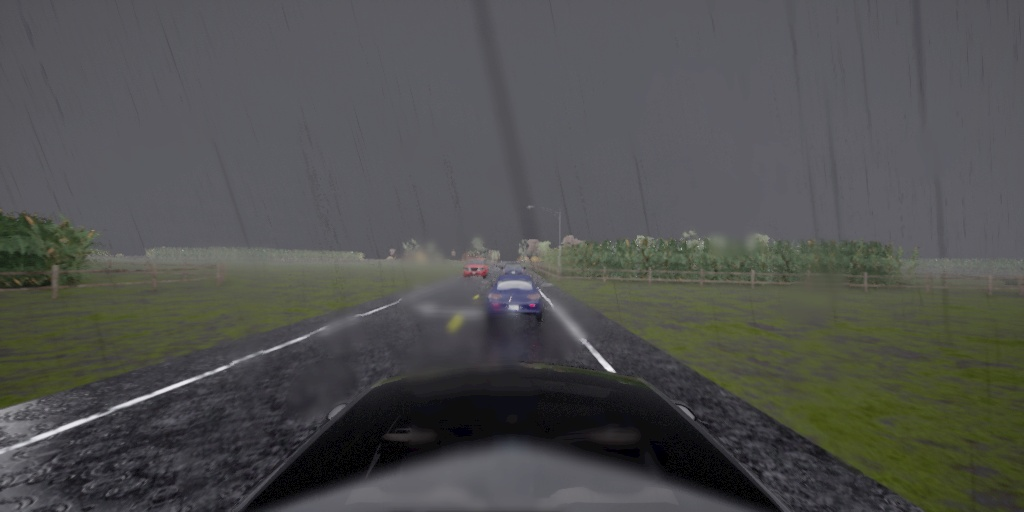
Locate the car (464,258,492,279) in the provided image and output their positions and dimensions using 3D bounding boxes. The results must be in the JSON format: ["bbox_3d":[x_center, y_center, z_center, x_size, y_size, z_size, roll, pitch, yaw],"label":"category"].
[{"bbox_3d":[-3.588,1.261,36.752,2.150,2.045,5.566,0,0,0],"label":"car"}]

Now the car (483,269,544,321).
[{"bbox_3d":[0.091,1.368,12.841,1.812,1.442,4.674,0,0,0],"label":"car"}]

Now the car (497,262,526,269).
[{"bbox_3d":[0.100,1.341,30.550,2.097,1.767,4.553,0,0,0],"label":"car"}]
